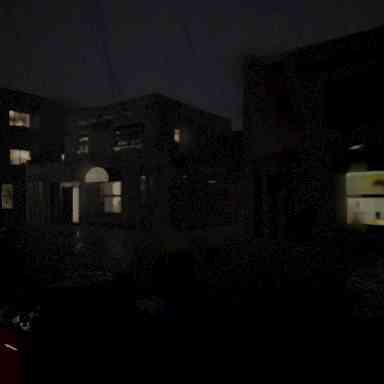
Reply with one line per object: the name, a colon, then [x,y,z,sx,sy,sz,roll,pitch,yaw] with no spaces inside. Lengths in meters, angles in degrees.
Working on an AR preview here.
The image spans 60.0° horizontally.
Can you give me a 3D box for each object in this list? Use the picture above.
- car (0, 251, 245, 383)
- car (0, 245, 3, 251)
car: [-1.441,1.619,3.906,4.206,1.307,1.802,-1,-1,36]
car: [-5.952,1.413,7.125,5.009,1.841,2.192,-1,-1,36]
